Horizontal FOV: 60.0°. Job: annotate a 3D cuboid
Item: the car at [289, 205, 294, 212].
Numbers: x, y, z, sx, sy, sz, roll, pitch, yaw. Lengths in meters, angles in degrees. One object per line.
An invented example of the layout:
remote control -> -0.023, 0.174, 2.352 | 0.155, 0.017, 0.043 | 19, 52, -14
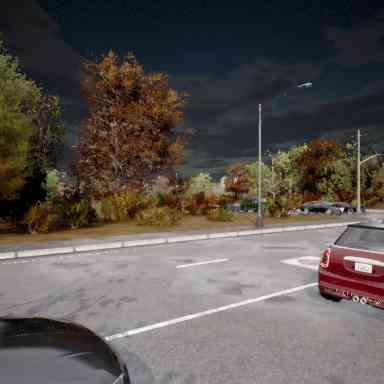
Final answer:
car -> 12.107, 2.009, 45.779 | 1.882, 1.535, 5.008 | 0, -3, -32

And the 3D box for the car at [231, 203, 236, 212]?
car -> 6.896, 2.563, 54.135 | 2.033, 1.411, 5.357 | 0, -3, -32

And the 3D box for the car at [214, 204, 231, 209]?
car -> 3.626, 2.635, 52.773 | 1.895, 1.301, 4.718 | 0, -3, -32

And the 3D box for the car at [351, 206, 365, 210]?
car -> 17.093, 1.826, 37.790 | 1.895, 1.301, 4.718 | 0, -1, -32

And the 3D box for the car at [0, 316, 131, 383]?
car -> -2.718, 1.492, 1.814 | 4.902, 1.511, 2.128 | 0, 0, -35

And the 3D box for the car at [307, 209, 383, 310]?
car -> 4.773, 1.362, 7.098 | 4.553, 1.767, 2.097 | 0, 0, -35

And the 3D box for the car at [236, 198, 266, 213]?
car -> 8.823, 1.767, 44.433 | 2.150, 2.045, 5.566 | 0, -3, -32

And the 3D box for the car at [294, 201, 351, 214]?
car -> 14.052, 1.708, 36.044 | 2.128, 1.511, 4.902 | 0, -1, -32
